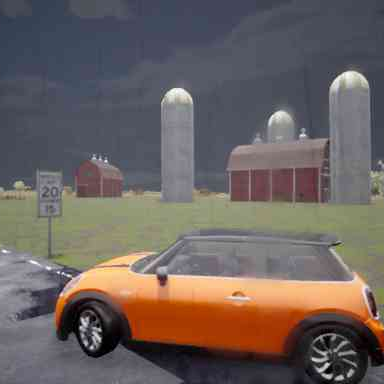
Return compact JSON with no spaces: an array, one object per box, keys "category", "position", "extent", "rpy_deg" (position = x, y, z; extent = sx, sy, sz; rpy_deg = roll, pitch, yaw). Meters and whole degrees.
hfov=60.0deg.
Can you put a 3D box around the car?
[{"category":"car","position":[0.275,1.357,5.122],"extent":[4.553,1.767,2.097],"rpy_deg":[0,0,14]}]
